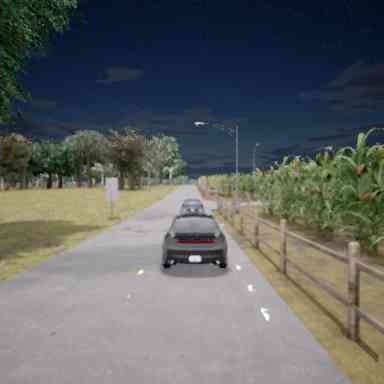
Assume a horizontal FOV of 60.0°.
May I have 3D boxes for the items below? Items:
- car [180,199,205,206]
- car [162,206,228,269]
[{"bbox_3d":[0.034,1.250,25.712,2.033,1.411,5.357,0,1,0],"label":"car"},{"bbox_3d":[0.072,1.438,10.944,1.837,1.490,4.892,0,1,0],"label":"car"}]
